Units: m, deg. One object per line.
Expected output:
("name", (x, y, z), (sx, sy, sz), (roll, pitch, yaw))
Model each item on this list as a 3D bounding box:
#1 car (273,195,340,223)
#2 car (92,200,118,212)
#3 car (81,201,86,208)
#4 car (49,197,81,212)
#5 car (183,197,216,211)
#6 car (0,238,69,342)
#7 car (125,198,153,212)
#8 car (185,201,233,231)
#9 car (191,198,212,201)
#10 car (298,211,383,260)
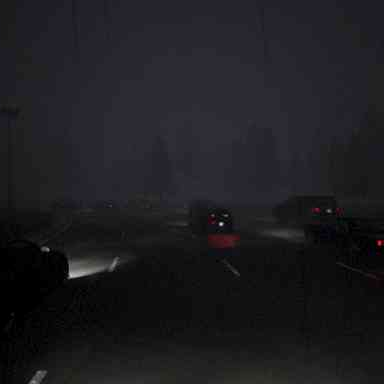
("car", (7.677, 1.223, 22.783), (2.150, 2.045, 5.566), (0, 0, -14))
("car", (-10.112, 1.564, 38.649), (1.994, 1.385, 4.181), (0, 0, -33))
("car", (-16.780, 1.601, 46.130), (4.718, 1.301, 1.895), (0, 0, 39))
("car", (-15.476, 1.352, 39.789), (2.097, 1.767, 4.553), (0, 0, -41))
("car", (0.877, 1.478, 41.434), (1.882, 1.535, 5.008), (0, 0, -29))
("car", (-3.856, 1.564, 6.387), (1.994, 1.385, 4.181), (0, 0, -4))
("car", (-6.297, 1.478, 39.363), (1.882, 1.535, 5.008), (0, 0, -32))
("car", (1.037, 1.503, 20.486), (1.837, 1.490, 4.892), (0, -1, -13))
("car", (1.079, 1.493, 32.751), (2.128, 1.511, 4.902), (0, 0, -18))
("car", (6.054, 1.601, 12.526), (1.895, 1.301, 4.718), (0, 0, -8))
